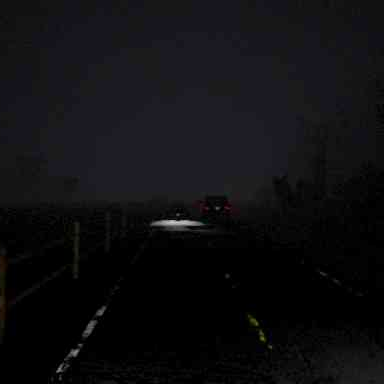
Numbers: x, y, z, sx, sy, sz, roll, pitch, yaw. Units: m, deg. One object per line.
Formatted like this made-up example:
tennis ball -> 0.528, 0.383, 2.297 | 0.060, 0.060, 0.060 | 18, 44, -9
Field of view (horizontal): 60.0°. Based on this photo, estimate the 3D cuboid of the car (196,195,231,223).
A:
car -> 1.721, 1.248, 26.410 | 2.150, 2.045, 5.566 | 1, 0, -2

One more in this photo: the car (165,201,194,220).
car -> -1.146, 1.545, 27.510 | 1.994, 1.385, 4.181 | 1, 0, -2

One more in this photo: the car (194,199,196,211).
car -> 1.112, 1.505, 41.162 | 1.882, 1.535, 5.008 | 1, 0, -2
